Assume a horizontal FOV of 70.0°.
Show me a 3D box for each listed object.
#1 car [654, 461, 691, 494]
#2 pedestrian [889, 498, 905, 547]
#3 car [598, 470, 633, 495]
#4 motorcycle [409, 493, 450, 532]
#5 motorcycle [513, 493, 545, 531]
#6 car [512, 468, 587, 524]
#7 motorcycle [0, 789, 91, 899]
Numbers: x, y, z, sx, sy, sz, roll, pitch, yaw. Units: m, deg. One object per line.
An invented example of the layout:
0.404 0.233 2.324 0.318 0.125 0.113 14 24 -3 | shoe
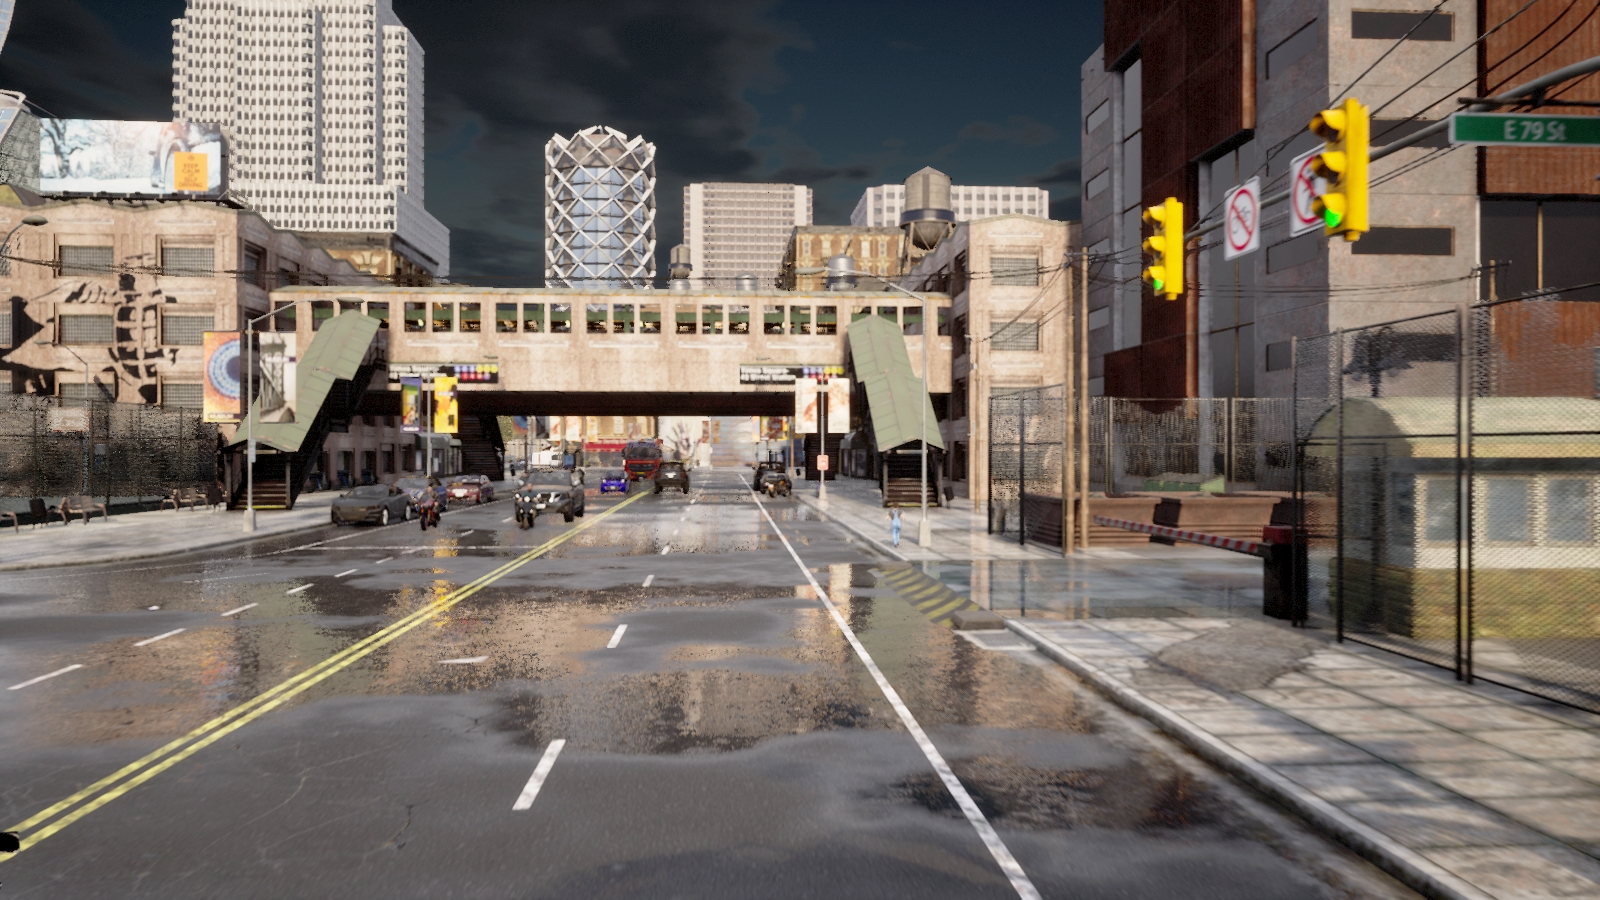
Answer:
-8.369 1.771 75.142 2.150 2.045 5.566 0 0 -4 | car
2.629 1.972 31.028 0.375 1.300 0.375 0 0 -6 | pedestrian
-11.749 2.031 72.884 1.845 1.501 3.633 0 0 -3 | car
-13.114 2.202 40.527 0.867 1.251 2.209 0 0 -4 | motorcycle
-9.608 2.179 40.564 0.856 1.236 1.805 0 0 -4 | motorcycle
-9.983 1.776 46.013 2.150 2.045 5.566 0 0 -4 | car
-3.678 2.205 4.197 0.867 1.251 2.209 0 0 -3 | motorcycle
